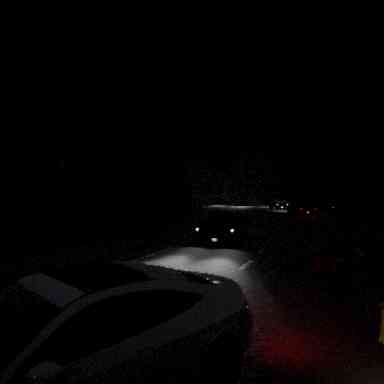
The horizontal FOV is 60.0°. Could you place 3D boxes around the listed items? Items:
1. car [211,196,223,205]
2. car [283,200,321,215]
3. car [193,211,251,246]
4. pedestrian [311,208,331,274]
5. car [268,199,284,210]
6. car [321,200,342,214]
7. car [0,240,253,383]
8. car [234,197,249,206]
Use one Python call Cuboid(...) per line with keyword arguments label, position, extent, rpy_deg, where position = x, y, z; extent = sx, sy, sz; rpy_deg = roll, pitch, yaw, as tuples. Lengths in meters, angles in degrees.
Cuboid(label="car", position=(4.562, 1.504, 60.557), extent=(2.128, 1.511, 4.902), rpy_deg=(0, 0, 1))
Cuboid(label="car", position=(10.935, 1.601, 33.359), extent=(1.895, 1.301, 4.718), rpy_deg=(0, 0, 2))
Cuboid(label="car", position=(1.526, 1.601, 15.423), extent=(1.895, 1.301, 4.718), rpy_deg=(0, 0, 17))
Cuboid(label="pedestrian", position=(3.561, 1.294, 9.184), extent=(0.375, 1.860, 0.375), rpy_deg=(0, 0, 24))
Cuboid(label="car", position=(11.223, 1.601, 43.381), extent=(1.895, 1.301, 4.718), rpy_deg=(0, 0, 2))
Cuboid(label="car", position=(14.498, 1.564, 36.018), extent=(1.994, 1.385, 4.181), rpy_deg=(0, 0, 2))
Cuboid(label="car", position=(-1.212, 1.526, 3.214), extent=(1.812, 1.442, 4.674), rpy_deg=(1, 1, 45))
Cuboid(label="car", position=(7.802, 1.564, 52.900), extent=(1.994, 1.385, 4.181), rpy_deg=(0, 0, 2))
